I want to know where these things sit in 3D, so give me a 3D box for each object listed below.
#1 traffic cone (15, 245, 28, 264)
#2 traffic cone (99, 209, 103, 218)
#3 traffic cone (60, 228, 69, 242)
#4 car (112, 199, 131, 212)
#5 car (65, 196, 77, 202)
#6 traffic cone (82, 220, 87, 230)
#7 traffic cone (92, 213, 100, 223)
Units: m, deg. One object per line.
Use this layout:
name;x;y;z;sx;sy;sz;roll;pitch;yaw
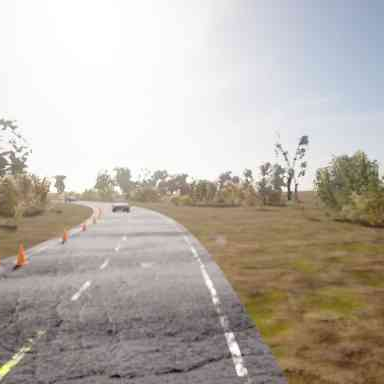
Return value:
traffic cone;-5.458;1.989;10.648;0.340;0.580;0.340;0;0;-5
traffic cone;-8.354;2.034;30.059;0.340;0.580;0.340;0;0;-12
traffic cone;-5.939;1.999;15.535;0.340;0.580;0.340;0;0;-7
car;-8.581;1.630;40.037;1.812;1.442;4.674;0;0;-16
car;-30.548;1.800;83.905;2.128;1.511;4.902;0;-1;-40
traffic cone;-6.582;2.010;20.402;0.340;0.580;0.340;0;0;-8
traffic cone;-7.388;2.022;25.245;0.340;0.580;0.340;0;0;-10
